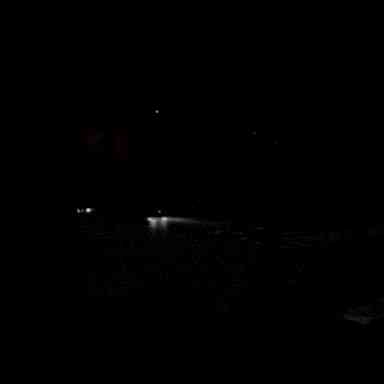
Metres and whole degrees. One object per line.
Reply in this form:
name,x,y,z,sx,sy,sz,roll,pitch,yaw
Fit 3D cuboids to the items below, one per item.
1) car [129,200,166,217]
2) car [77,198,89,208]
car,-4.358,1.527,32.130,2.128,1.511,4.902,0,0,-36
car,-17.057,1.598,50.021,1.882,1.535,5.008,0,0,-35
